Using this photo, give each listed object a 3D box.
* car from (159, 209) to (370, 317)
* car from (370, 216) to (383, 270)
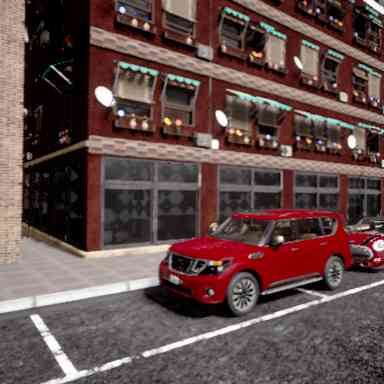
[{"bbox_3d":[1.722,1.373,7.786,5.009,1.841,2.192,1,0,-36],"label":"car"},{"bbox_3d":[6.307,1.554,11.059,4.097,1.590,1.967,1,0,-36],"label":"car"}]
